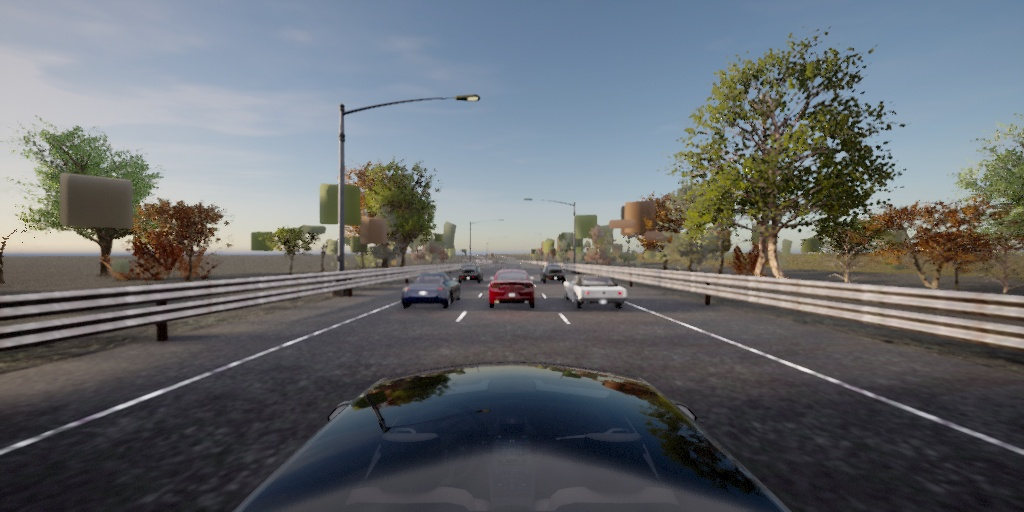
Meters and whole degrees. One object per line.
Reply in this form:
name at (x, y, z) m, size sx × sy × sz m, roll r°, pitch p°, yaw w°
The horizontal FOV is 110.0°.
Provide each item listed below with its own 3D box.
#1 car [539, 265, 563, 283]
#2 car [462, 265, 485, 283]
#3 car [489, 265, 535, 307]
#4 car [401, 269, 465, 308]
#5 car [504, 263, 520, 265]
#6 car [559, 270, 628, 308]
car at (3.491, 1.537, 31.136) m, size 1.837 × 1.490 × 4.892 m, roll 0°, pitch 0°, yaw 0°
car at (-3.509, 1.537, 31.152) m, size 1.837 × 1.490 × 4.892 m, roll 0°, pitch 0°, yaw 0°
car at (0.001, 1.365, 16.337) m, size 1.882 × 1.535 × 5.008 m, roll 0°, pitch 0°, yaw 0°
car at (-3.501, 1.450, 16.165) m, size 1.994 × 1.385 × 4.181 m, roll 0°, pitch 0°, yaw 0°
car at (-0.010, 1.377, 30.909) m, size 2.097 × 1.767 × 4.553 m, roll 0°, pitch -1°, yaw 0°
car at (3.496, 1.485, 15.947) m, size 1.895 × 1.301 × 4.718 m, roll 0°, pitch -1°, yaw 0°
